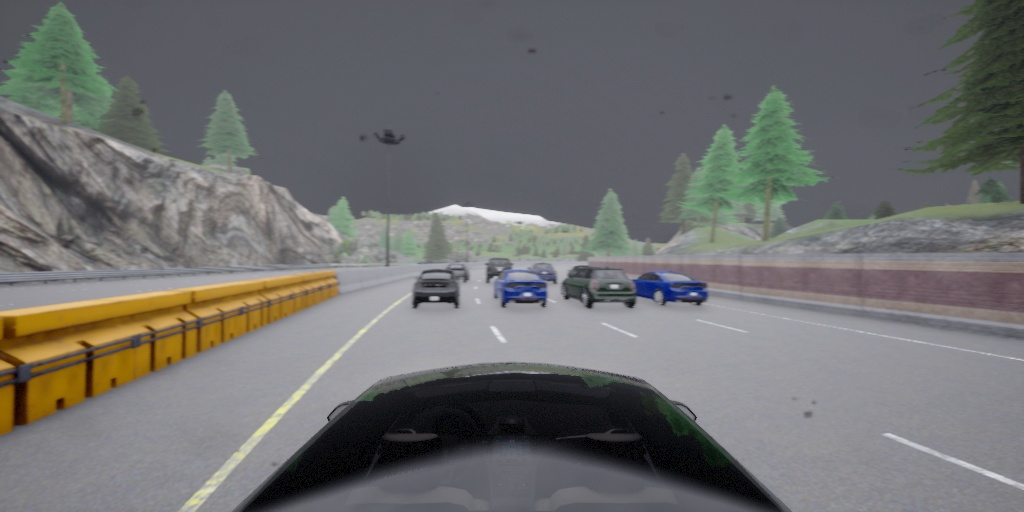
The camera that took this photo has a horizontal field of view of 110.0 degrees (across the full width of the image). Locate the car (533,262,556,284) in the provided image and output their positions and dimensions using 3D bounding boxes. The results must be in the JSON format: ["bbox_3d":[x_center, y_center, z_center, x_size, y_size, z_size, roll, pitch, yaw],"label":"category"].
[{"bbox_3d":[2.445,1.339,30.074,2.097,1.767,4.553,1,-1,-2],"label":"car"}]

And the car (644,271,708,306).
[{"bbox_3d":[7.186,1.441,17.298,1.882,1.535,5.008,1,0,-8],"label":"car"}]

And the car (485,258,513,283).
[{"bbox_3d":[-1.051,1.155,29.834,2.150,2.045,5.566,1,0,-3],"label":"car"}]

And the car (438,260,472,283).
[{"bbox_3d":[-4.553,1.383,29.958,2.128,1.511,4.902,1,0,-2],"label":"car"}]

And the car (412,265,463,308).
[{"bbox_3d":[-3.180,1.313,15.584,1.837,1.490,4.892,1,0,-8],"label":"car"}]

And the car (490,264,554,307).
[{"bbox_3d":[0.264,1.336,16.254,1.882,1.535,5.008,1,0,-8],"label":"car"}]

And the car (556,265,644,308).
[{"bbox_3d":[3.773,1.259,16.395,2.097,1.767,4.553,1,-1,-8],"label":"car"}]

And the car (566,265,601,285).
[{"bbox_3d":[5.934,1.548,30.460,1.837,1.490,4.892,1,0,-2],"label":"car"}]
